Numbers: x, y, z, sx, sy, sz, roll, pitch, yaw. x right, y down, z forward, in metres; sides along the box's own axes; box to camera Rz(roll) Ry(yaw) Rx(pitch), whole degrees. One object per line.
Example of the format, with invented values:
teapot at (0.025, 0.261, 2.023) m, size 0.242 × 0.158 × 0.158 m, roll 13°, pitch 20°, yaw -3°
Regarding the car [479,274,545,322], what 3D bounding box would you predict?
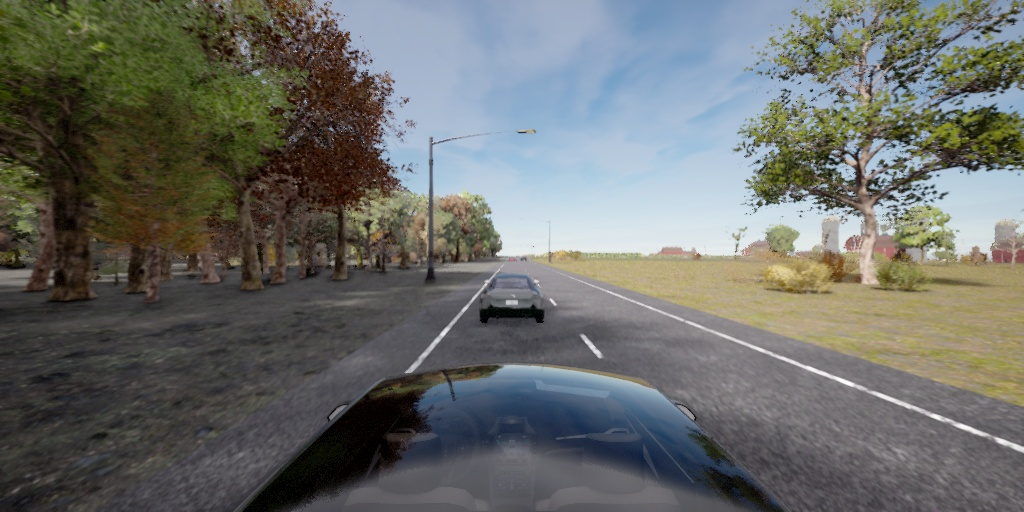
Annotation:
car at (0.000, 1.292, 12.177) m, size 1.994 × 1.385 × 4.181 m, roll 0°, pitch 0°, yaw 0°
